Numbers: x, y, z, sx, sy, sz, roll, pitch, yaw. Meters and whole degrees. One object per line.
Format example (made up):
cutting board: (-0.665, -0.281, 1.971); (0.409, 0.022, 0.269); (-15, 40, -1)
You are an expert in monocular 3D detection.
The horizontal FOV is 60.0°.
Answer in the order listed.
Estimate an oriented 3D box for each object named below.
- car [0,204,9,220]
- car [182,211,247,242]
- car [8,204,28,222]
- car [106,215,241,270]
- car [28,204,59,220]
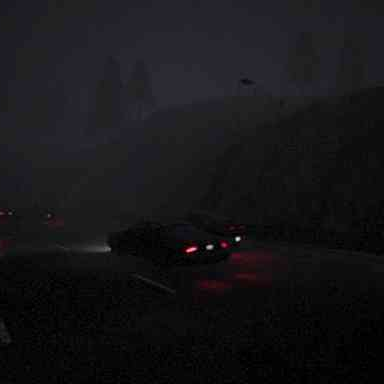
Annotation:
car: (-12.548, 1.594, 19.144); (2.128, 1.511, 4.902); (1, -1, -44)
car: (0.319, 1.636, 15.242); (1.837, 1.490, 4.892); (1, -1, -39)
car: (-15.858, 1.703, 27.473); (5.357, 1.411, 2.033); (0, -1, 44)
car: (-1.074, 1.640, 11.473); (2.033, 1.411, 5.357); (1, -1, -39)
car: (-14.136, 1.791, 30.625); (4.718, 1.301, 1.895); (0, -1, 43)
